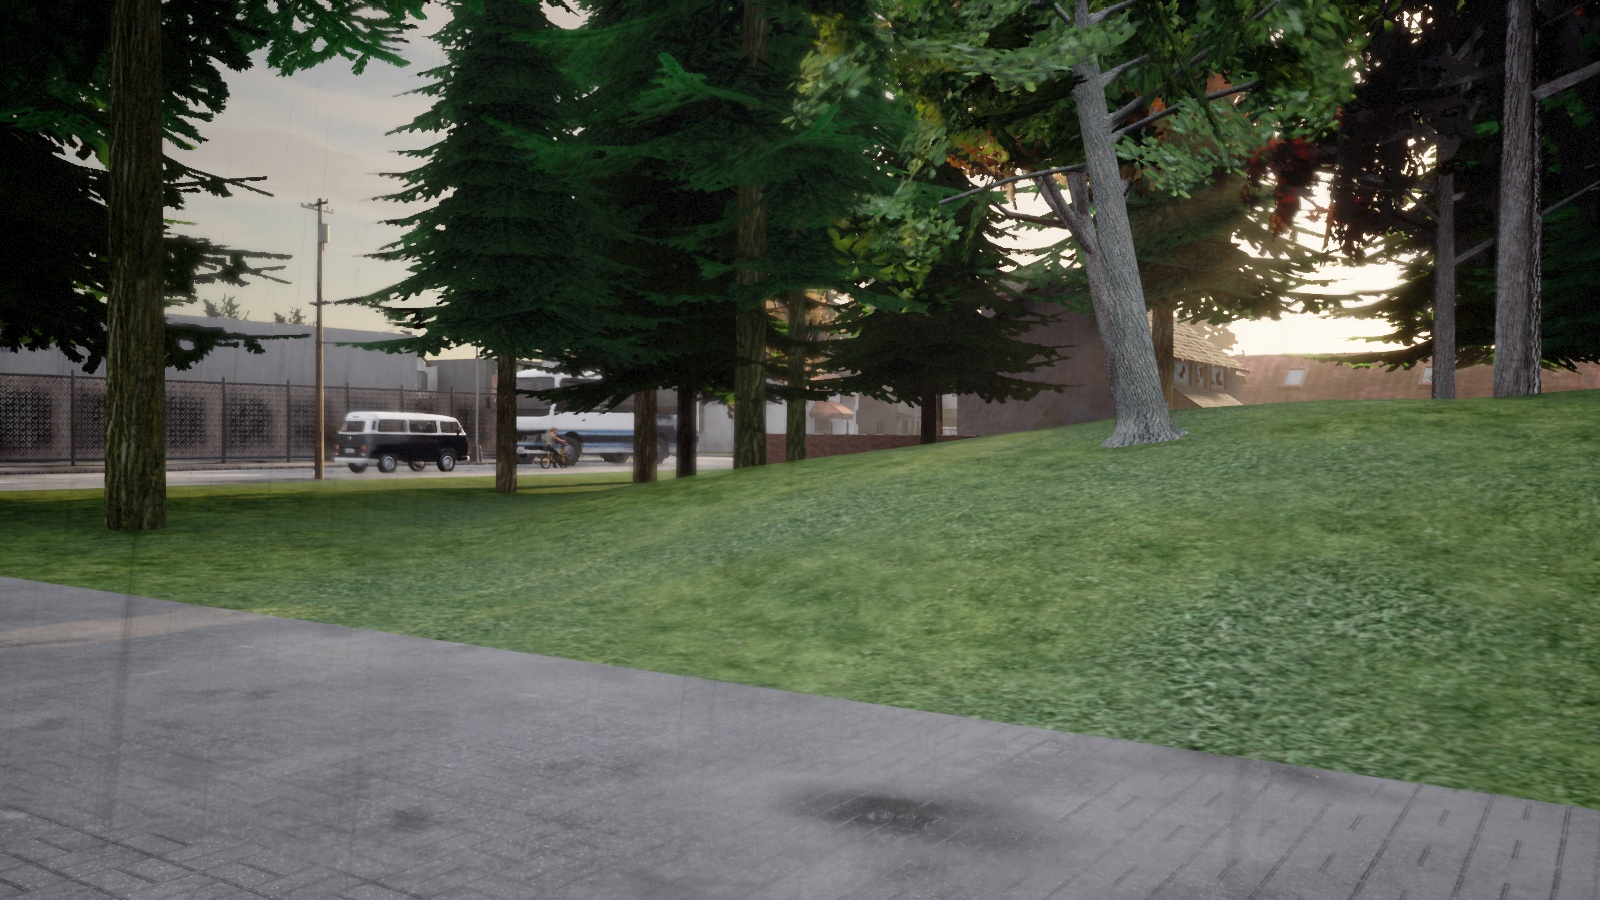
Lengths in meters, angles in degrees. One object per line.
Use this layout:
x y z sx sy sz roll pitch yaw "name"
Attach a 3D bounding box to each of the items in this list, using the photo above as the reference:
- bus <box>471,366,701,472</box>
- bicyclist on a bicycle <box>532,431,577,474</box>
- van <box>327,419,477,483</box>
-9.161 -1.320 55.533 3.944 4.253 10.273 0 1 35 "bus"
-9.428 0.094 48.303 0.866 1.612 1.509 0 1 33 "bicyclist on a bicycle"
-13.355 -0.003 42.402 2.069 2.038 4.480 0 1 34 "van"
